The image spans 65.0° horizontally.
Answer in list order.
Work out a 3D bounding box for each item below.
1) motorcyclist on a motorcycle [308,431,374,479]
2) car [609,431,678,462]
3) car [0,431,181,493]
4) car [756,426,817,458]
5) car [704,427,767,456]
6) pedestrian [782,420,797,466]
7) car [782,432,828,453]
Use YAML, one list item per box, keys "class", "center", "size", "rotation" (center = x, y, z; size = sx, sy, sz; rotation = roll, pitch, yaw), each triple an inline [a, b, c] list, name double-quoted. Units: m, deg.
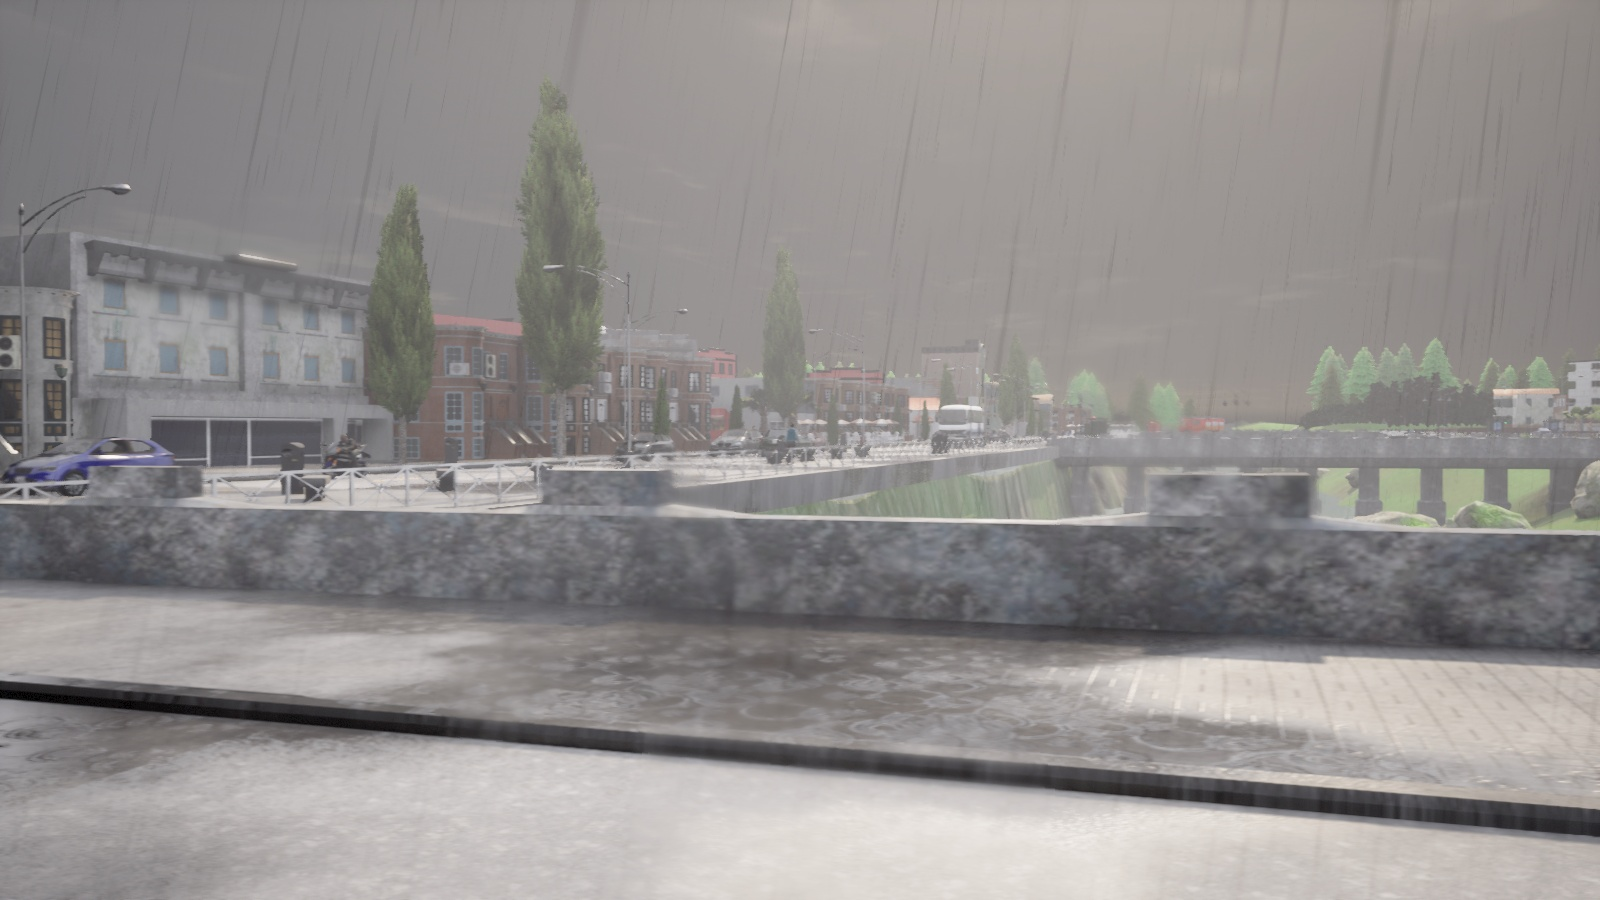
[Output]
- class: "motorcyclist on a motorcycle"
  center: [-15.084, 0.143, 41.349]
  size: [0.866, 1.530, 2.191]
  rotation: [1, 1, 19]
- class: "car"
  center: [-7.796, -0.199, 63.030]
  size: [1.816, 1.474, 4.193]
  rotation: [1, 1, 19]
- class: "car"
  center: [-18.188, 0.258, 32.112]
  size: [1.816, 1.474, 4.193]
  rotation: [1, 1, 19]
- class: "car"
  center: [-0.737, -0.462, 71.475]
  size: [2.097, 1.767, 4.553]
  rotation: [1, 1, 19]
- class: "car"
  center: [-3.790, -0.544, 74.942]
  size: [2.242, 1.667, 4.611]
  rotation: [1, 1, 19]
- class: "pedestrian"
  center: [-0.440, -0.313, 52.939]
  size: [0.396, 1.930, 0.692]
  rotation: [1, 1, 23]
- class: "car"
  center: [0.392, -0.546, 87.391]
  size: [1.812, 1.442, 4.674]
  rotation: [1, 1, 19]
